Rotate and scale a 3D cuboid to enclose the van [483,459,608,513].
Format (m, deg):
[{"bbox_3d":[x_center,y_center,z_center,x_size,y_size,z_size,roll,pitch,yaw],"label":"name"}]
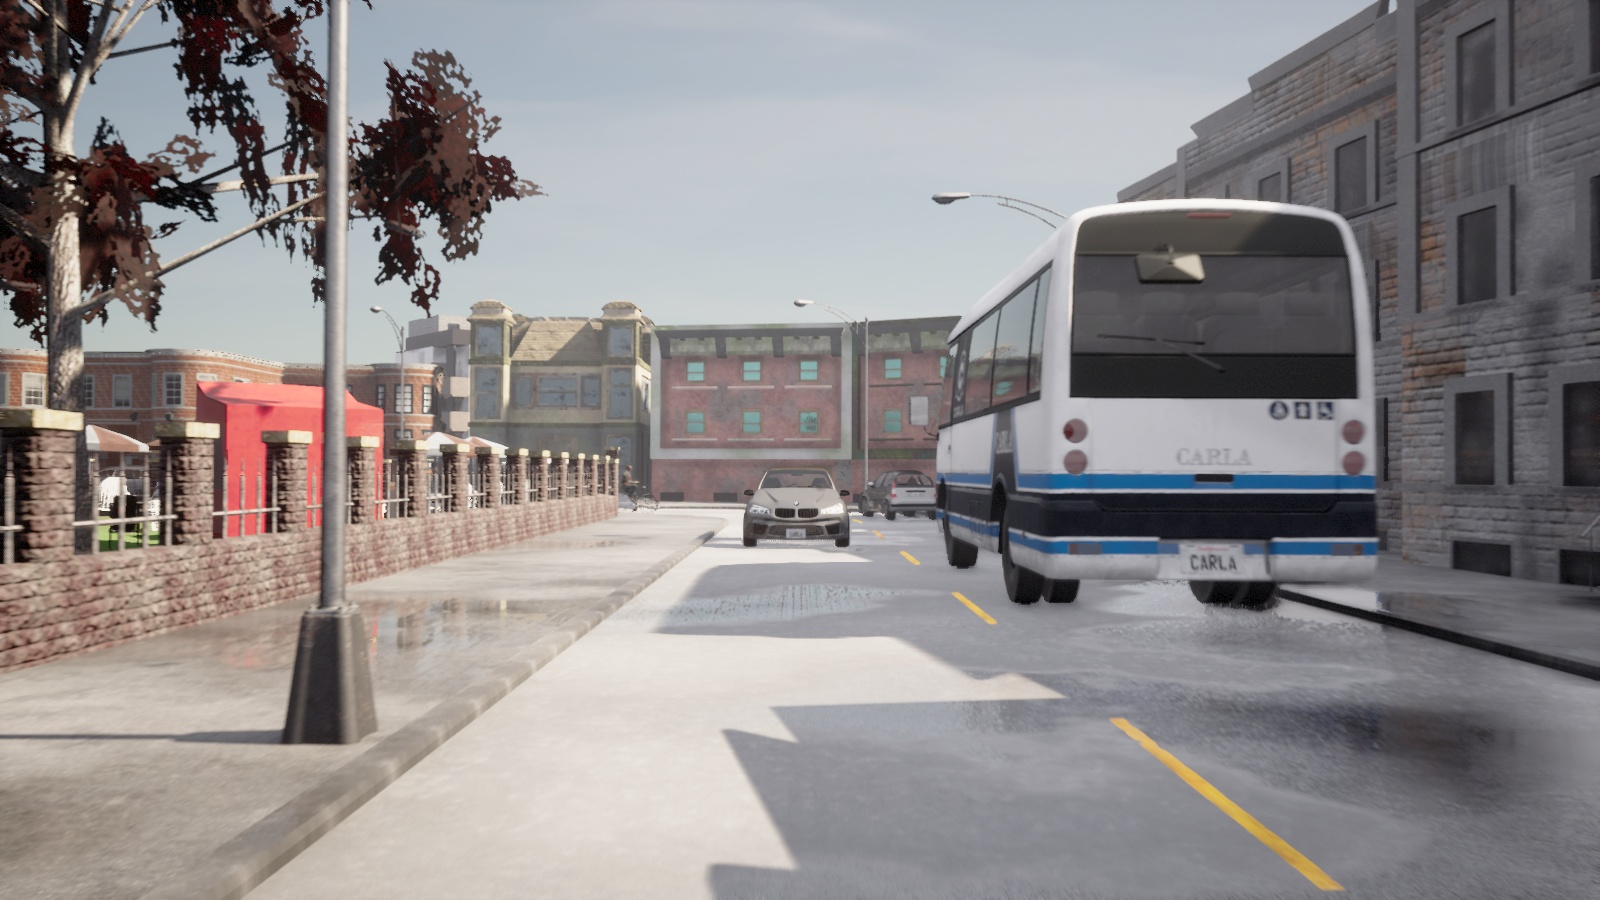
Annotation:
[{"bbox_3d":[-9.947,1.403,49.295,4.480,2.038,2.069,0,-1,2],"label":"van"}]

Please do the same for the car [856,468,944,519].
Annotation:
[{"bbox_3d":[3.273,1.404,41.995,1.851,1.617,3.988,0,-1,-13],"label":"car"}]

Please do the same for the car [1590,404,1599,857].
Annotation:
[{"bbox_3d":[3.994,0.612,2.101,2.152,1.651,5.027,0,-1,0],"label":"car"}]

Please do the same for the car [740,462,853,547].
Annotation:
[{"bbox_3d":[-0.062,1.114,27.180,2.242,1.667,4.611,0,-1,0],"label":"car"}]

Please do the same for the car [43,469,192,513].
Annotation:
[{"bbox_3d":[-26.715,1.591,49.286,4.611,1.667,2.242,0,-1,0],"label":"car"}]

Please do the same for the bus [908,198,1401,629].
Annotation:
[{"bbox_3d":[3.951,-0.283,17.590,3.944,4.253,10.273,0,-1,0],"label":"bus"}]

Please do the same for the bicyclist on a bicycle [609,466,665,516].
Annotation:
[{"bbox_3d":[-5.831,1.462,44.958,1.843,1.776,0.659,-1,0,11],"label":"bicyclist on a bicycle"}]
